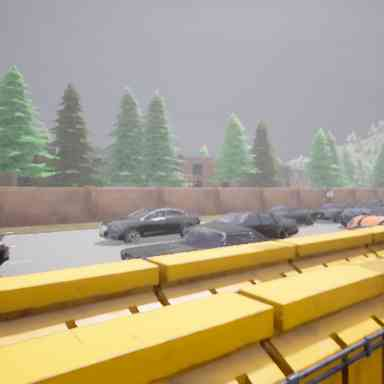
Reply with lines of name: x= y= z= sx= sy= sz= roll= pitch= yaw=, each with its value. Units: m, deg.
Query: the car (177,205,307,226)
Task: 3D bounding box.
car: x=2.288 y=1.505 z=14.207 sx=5.357 sy=1.411 sz=2.033 roll=0 pitch=0 yaw=-35

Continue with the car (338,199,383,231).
car: x=8.760 y=1.285 z=14.521 sx=4.553 sy=1.767 sz=2.097 roll=0 pitch=0 yaw=-35

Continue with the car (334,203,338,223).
car: x=11.164 y=1.262 z=20.524 sx=4.553 sy=1.767 sz=2.097 roll=0 pitch=0 yaw=-35

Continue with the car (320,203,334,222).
car: x=10.425 y=1.468 z=24.193 sx=4.181 sy=1.385 sz=1.994 roll=0 pitch=0 yaw=-36

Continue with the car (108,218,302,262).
car: x=0.513 y=1.579 z=8.643 sx=4.718 sy=1.301 sz=1.895 roll=0 pitch=0 yaw=-36

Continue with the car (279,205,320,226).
car: x=5.823 y=1.492 z=21.018 sx=4.181 sy=1.385 sz=1.994 roll=0 pitch=0 yaw=-35

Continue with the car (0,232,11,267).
car: x=-6.950 y=1.500 z=7.617 sx=4.902 sy=1.511 sz=2.128 roll=0 pitch=0 yaw=-36

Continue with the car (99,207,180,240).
car: x=-1.827 y=1.462 z=15.571 sx=4.902 sy=1.511 sz=2.128 roll=0 pitch=0 yaw=-35

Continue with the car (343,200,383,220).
car: x=14.472 y=1.446 z=27.153 sx=4.181 sy=1.385 sz=1.994 roll=0 pitch=0 yaw=-35
